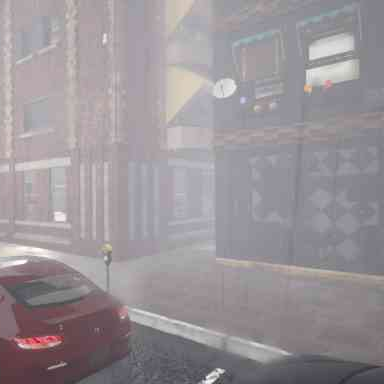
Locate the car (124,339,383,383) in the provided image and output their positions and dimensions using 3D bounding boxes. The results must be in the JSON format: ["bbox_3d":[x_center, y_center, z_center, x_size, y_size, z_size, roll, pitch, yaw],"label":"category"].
[{"bbox_3d":[1.941,1.566,1.464,4.313,1.339,1.947,0,-1,35],"label":"car"}]

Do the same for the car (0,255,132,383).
[{"bbox_3d":[-2.670,1.583,4.741,4.206,1.307,1.802,0,-1,35],"label":"car"}]
